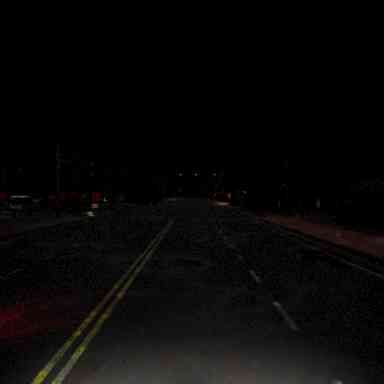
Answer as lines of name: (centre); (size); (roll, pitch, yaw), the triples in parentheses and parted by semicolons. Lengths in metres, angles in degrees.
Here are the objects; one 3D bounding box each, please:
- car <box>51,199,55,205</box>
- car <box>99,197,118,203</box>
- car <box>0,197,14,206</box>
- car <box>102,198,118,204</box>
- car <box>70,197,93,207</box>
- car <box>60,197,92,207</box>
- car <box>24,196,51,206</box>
car: (-38.879, 2.319, 86.829); (3.905, 1.438, 1.784); (0, -1, 0)
car: (-21.425, 2.079, 83.941); (3.866, 1.878, 1.905); (0, -1, 0)
car: (-38.869, 2.134, 67.036); (3.806, 1.475, 1.970); (0, -1, 0)
car: (-21.412, 2.350, 86.834); (3.806, 1.475, 1.970); (0, -1, 0)
car: (-21.404, 1.864, 64.319); (3.866, 1.878, 1.905); (0, -1, 0)
car: (-21.460, 1.829, 61.425); (4.605, 1.855, 1.932); (0, -1, 0)
car: (-38.945, 2.077, 83.935); (4.605, 1.855, 1.932); (0, -1, 0)
